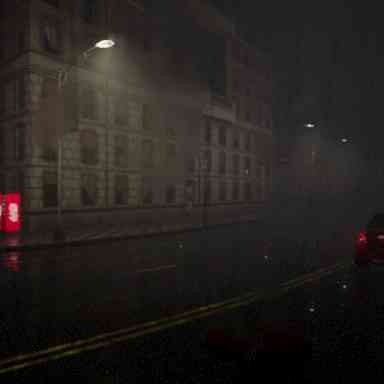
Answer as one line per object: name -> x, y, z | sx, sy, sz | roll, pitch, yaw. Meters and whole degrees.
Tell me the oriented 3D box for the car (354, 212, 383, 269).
car -> 6.795, 1.360, 10.328 | 2.097, 1.767, 4.553 | 0, 0, 44
